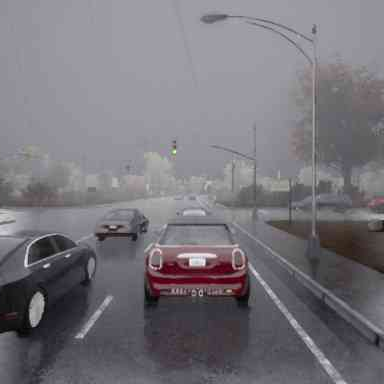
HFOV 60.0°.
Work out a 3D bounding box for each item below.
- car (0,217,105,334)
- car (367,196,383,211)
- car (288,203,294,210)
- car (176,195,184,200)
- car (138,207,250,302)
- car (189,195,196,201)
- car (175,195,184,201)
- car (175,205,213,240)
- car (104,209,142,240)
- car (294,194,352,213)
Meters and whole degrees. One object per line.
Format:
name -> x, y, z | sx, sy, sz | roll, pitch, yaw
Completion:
car -> -3.393, 1.508, 6.717 | 1.837, 1.490, 4.892 | 0, 0, 0
car -> 23.851, 1.224, 39.369 | 5.566, 2.045, 2.150 | 0, 0, 3
car -> 14.017, 1.517, 39.909 | 4.892, 1.490, 1.837 | 0, 0, 3
car -> -3.383, 1.433, 95.311 | 1.994, 1.385, 4.181 | 0, 0, 1
car -> 0.105, 1.354, 8.416 | 2.097, 1.767, 4.553 | 0, 0, 0
car -> 0.068, 1.527, 84.962 | 1.837, 1.490, 4.892 | 0, 0, 0
car -> -3.431, 1.572, 85.285 | 1.994, 1.385, 4.181 | 0, 0, 0
car -> 0.114, 1.531, 18.069 | 1.812, 1.442, 4.674 | 0, 0, 0
car -> -3.390, 1.553, 16.856 | 2.033, 1.411, 5.357 | 0, 0, 0
car -> 14.493, 1.233, 36.374 | 5.566, 2.045, 2.150 | 0, 0, 3
